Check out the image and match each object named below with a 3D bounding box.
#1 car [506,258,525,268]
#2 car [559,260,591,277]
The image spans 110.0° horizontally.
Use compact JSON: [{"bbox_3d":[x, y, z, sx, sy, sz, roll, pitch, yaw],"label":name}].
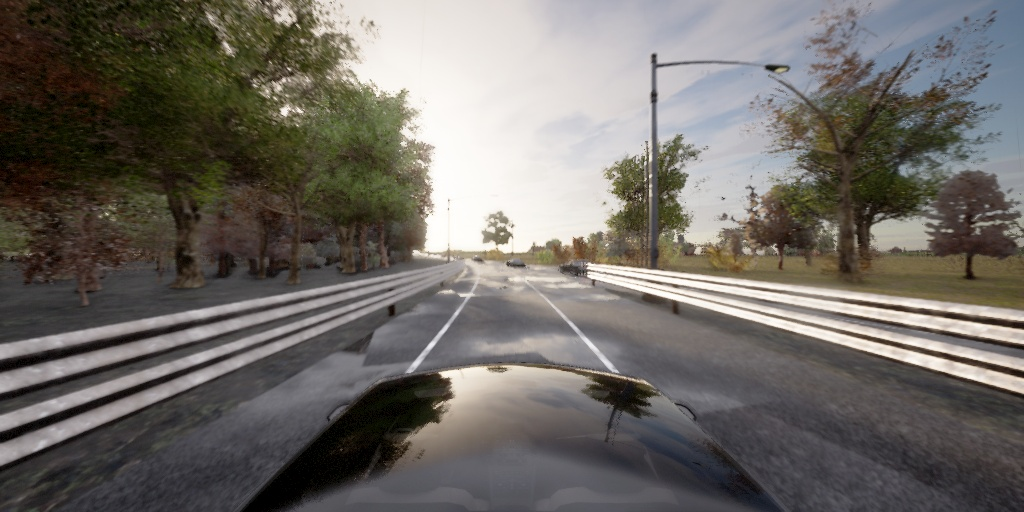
[{"bbox_3d":[0.418,0.998,53.029,1.994,1.385,4.181,0,0,-16],"label":"car"},{"bbox_3d":[6.030,1.096,33.867,2.128,1.511,4.902,1,1,-16],"label":"car"}]
